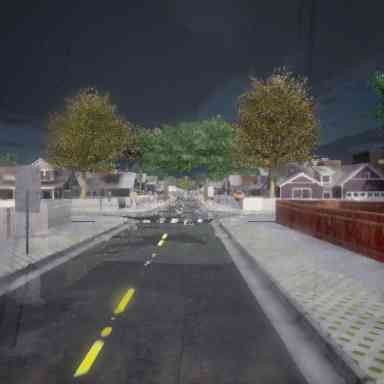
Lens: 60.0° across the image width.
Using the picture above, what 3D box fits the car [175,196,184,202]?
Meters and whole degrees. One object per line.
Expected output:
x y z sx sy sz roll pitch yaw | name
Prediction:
-2.750 1.580 75.785 2.033 1.411 5.357 0 0 0 | car
